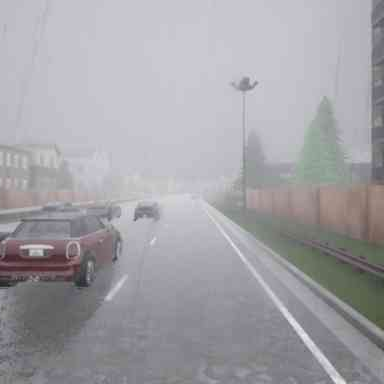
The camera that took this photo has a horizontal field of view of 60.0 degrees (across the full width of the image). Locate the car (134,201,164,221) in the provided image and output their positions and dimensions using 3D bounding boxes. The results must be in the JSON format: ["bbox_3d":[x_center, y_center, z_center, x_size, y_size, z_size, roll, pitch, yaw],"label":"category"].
[{"bbox_3d":[-3.414,1.489,26.532,1.837,1.490,4.892,0,0,0],"label":"car"}]

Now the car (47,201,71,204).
[{"bbox_3d":[-10.413,1.488,26.533,1.837,1.490,4.892,0,0,0],"label":"car"}]

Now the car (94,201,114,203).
[{"bbox_3d":[-6.913,1.475,26.444,2.128,1.511,4.902,0,0,0],"label":"car"}]

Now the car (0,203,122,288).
[{"bbox_3d":[-3.407,1.346,9.404,2.097,1.767,4.553,0,0,0],"label":"car"}]
